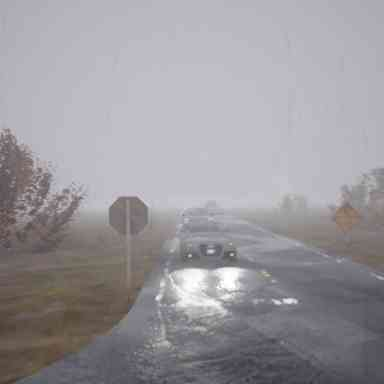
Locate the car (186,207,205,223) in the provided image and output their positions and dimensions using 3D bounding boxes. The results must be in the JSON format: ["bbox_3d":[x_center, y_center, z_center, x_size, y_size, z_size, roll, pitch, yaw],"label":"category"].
[{"bbox_3d":[0.286,2.308,34.899,1.812,1.442,4.674,-1,-1,-1],"label":"car"}]

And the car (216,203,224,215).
[{"bbox_3d":[3.309,2.544,45.762,1.994,1.385,4.181,-1,-1,0],"label":"car"}]

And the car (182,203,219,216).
[{"bbox_3d":[0.427,1.867,23.128,2.097,1.767,4.553,-1,-1,-1],"label":"car"}]

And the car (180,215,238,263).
[{"bbox_3d":[0.549,1.853,13.158,1.994,1.385,4.181,-1,-1,-3],"label":"car"}]

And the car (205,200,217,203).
[{"bbox_3d":[3.166,2.430,55.797,2.150,2.045,5.566,-1,-1,-1],"label":"car"}]

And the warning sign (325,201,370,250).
[{"bbox_3d":[6.306,1.324,13.553,1.300,1.860,1.060,-1,-1,-1],"label":"warning sign"}]
